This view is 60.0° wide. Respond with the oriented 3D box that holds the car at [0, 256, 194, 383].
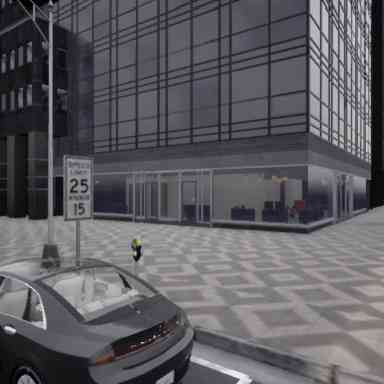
[{"bbox_3d":[-2.028,1.550,4.409,4.403,1.369,2.008,0,0,36],"label":"car"}]
